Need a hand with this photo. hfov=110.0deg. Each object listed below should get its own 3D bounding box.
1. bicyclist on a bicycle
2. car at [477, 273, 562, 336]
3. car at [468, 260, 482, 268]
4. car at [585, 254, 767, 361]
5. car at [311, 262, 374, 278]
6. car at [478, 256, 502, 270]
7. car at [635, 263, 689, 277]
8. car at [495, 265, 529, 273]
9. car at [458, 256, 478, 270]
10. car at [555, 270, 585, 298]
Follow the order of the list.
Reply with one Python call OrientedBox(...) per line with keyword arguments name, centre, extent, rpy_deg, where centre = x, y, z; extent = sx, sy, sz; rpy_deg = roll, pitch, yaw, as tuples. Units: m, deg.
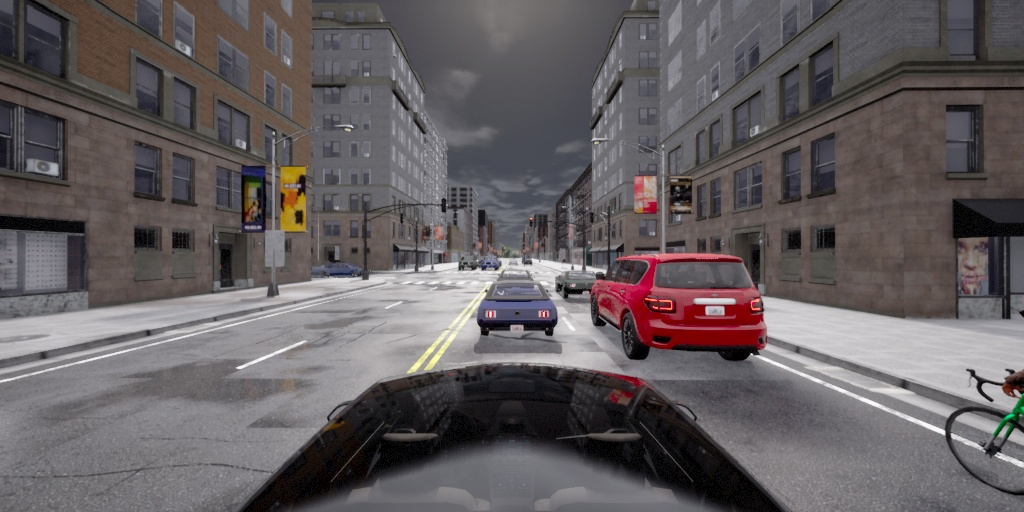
OrientedBox(name="bicyclist on a bicycle", centre=(4.149, 1.203, 2.618), extent=(0.582, 1.620, 1.656), rpy_deg=(0, 0, 0))
OrientedBox(name="car", centre=(0.132, 1.352, 10.373), extent=(1.895, 1.301, 4.718), rpy_deg=(0, 0, 0))
OrientedBox(name="car", centre=(-6.340, 1.334, 61.486), extent=(1.994, 1.385, 4.181), rpy_deg=(0, 0, 0))
OrientedBox(name="car", centre=(3.349, 0.972, 8.447), extent=(2.150, 2.045, 5.566), rpy_deg=(0, 0, 2))
OrientedBox(name="car", centre=(-15.983, 1.287, 33.893), extent=(5.357, 1.411, 2.033), rpy_deg=(0, 0, -2))
OrientedBox(name="car", centre=(-3.117, 0.990, 51.779), extent=(2.150, 2.045, 5.566), rpy_deg=(0, 0, 2))
OrientedBox(name="car", centre=(15.196, 1.410, 36.496), extent=(4.718, 1.301, 1.895), rpy_deg=(0, 0, 0))
OrientedBox(name="car", centre=(0.167, 1.355, 19.478), extent=(1.895, 1.301, 4.718), rpy_deg=(0, 0, 0))
OrientedBox(name="car", centre=(-6.392, 0.990, 52.080), extent=(2.150, 2.045, 5.566), rpy_deg=(0, 0, 0))
OrientedBox(name="car", centre=(3.312, 1.354, 18.215), extent=(1.895, 1.301, 4.718), rpy_deg=(0, 0, 0))
